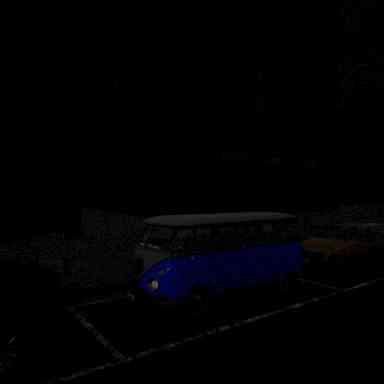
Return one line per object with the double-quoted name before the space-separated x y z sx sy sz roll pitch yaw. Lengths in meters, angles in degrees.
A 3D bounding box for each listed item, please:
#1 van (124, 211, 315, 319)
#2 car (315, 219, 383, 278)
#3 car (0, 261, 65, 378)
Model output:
"van" 0.628 1.340 7.099 3.998 1.788 1.690 0 0 -35
"car" 4.917 1.524 10.158 4.829 1.417 1.752 0 0 -35
"car" -3.799 1.566 3.942 4.313 1.339 1.947 0 0 -35
